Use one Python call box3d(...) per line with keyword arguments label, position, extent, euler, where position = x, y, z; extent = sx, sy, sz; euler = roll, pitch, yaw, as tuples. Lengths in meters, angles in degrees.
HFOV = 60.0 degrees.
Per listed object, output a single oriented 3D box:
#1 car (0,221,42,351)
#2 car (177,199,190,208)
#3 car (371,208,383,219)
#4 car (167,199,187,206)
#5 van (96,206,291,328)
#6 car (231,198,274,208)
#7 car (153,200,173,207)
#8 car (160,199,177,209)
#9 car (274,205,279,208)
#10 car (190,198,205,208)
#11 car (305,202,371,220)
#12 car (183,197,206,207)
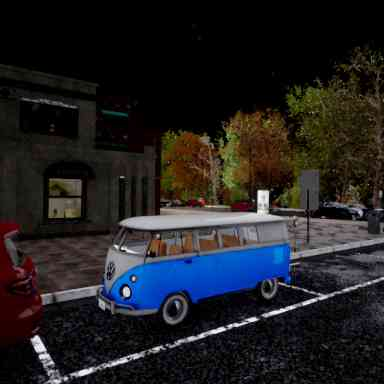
box3d(label="car", position=(-4.282, 1.315, 3.491), extent=(5.009, 1.841, 2.192), euler=(0, 1, -35))
box3d(label="car", position=(-3.112, 2.009, 56.536), extent=(2.033, 1.411, 5.357), euler=(1, -1, -34))
box3d(label="car", position=(14.832, 1.733, 29.929), extent=(1.895, 1.301, 4.718), euler=(1, -1, -34))
box3d(label="car", position=(-3.074, 2.171, 68.129), extent=(1.812, 1.442, 4.674), euler=(1, -1, -34))
box3d(label="van", position=(0.225, 1.342, 6.716), extent=(3.998, 1.788, 1.690), euler=(0, 1, -35))
box3d(label="car", position=(6.318, 1.548, 36.712), extent=(2.097, 1.767, 4.553), euler=(1, -1, -34))
box3d(label="car", position=(-5.782, 2.204, 66.330), extent=(1.895, 1.301, 4.718), euler=(1, -1, -34))
box3d(label="car", position=(-5.049, 1.896, 53.578), extent=(2.128, 1.511, 4.902), euler=(1, -1, -34))
box3d(label="car", position=(8.274, 1.777, 39.613), extent=(1.812, 1.442, 4.674), euler=(1, -1, -34))
box3d(label="car", position=(0.008, 2.024, 57.833), extent=(1.812, 1.442, 4.674), euler=(1, -1, -34))
box3d(label="car", position=(11.993, 1.583, 28.305), extent=(2.128, 1.511, 4.902), euler=(1, -1, -34))
box3d(label="car", position=(0.444, 1.935, 63.013), extent=(2.097, 1.767, 4.553), euler=(1, -1, -34))
